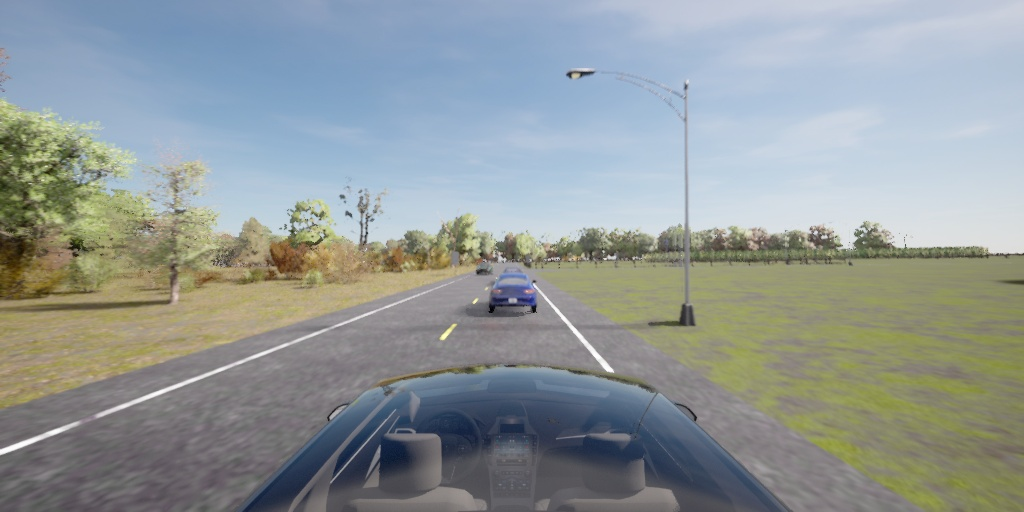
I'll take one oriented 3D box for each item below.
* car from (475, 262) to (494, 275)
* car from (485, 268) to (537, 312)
[{"bbox_3d":[-3.539,1.576,46.878,2.097,1.767,4.553,0,-1,1],"label":"car"},{"bbox_3d":[0.053,1.415,14.863,1.812,1.442,4.674,0,0,0],"label":"car"}]
